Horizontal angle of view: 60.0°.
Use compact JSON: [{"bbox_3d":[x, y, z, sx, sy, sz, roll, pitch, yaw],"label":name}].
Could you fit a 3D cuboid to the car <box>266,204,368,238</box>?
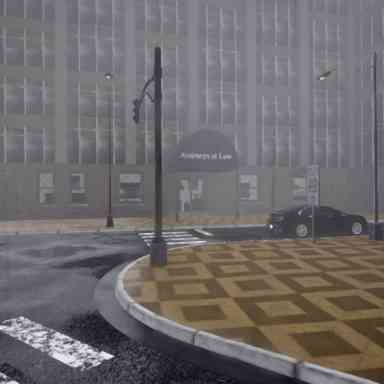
[{"bbox_3d":[6.012,1.321,15.951,4.892,1.490,1.837,0,0,-14],"label":"car"}]
